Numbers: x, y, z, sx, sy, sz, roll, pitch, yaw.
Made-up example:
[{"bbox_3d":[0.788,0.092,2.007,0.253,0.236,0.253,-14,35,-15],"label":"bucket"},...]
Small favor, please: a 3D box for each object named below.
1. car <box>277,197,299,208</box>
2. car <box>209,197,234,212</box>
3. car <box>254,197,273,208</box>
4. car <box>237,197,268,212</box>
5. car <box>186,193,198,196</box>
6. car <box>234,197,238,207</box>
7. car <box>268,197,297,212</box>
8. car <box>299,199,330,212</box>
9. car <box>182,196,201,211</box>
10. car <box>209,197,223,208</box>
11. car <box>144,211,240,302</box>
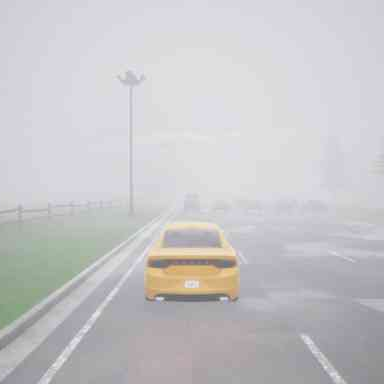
[{"bbox_3d":[13.988,1.505,48.825,1.837,1.490,4.892,0,0,0],"label":"car"},{"bbox_3d":[3.498,1.564,39.646,1.994,1.385,4.181,0,0,0],"label":"car"},{"bbox_3d":[10.490,1.526,49.214,1.812,1.442,4.674,0,0,0],"label":"car"},{"bbox_3d":[6.997,1.547,39.083,2.033,1.411,5.357,0,0,0],"label":"car"},{"bbox_3d":[-0.013,1.221,48.807,2.150,2.045,5.566,0,0,0],"label":"car"},{"bbox_3d":[6.993,1.491,49.405,2.128,1.511,4.902,0,0,0],"label":"car"},{"bbox_3d":[10.496,1.526,39.162,1.812,1.442,4.674,0,0,0],"label":"car"},{"bbox_3d":[13.989,1.547,38.220,2.033,1.411,5.357,0,0,0],"label":"car"},{"bbox_3d":[-0.009,1.505,38.375,1.837,1.490,4.892,0,0,0],"label":"car"},{"bbox_3d":[3.493,1.526,49.680,1.812,1.442,4.674,0,0,0],"label":"car"},{"bbox_3d":[-0.002,1.478,8.351,1.882,1.535,5.008,0,0,0],"label":"car"}]
